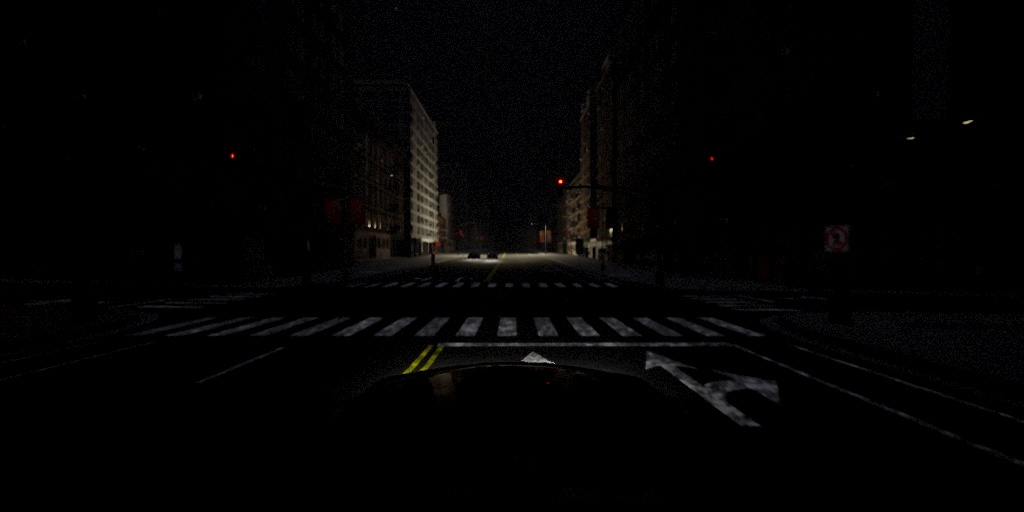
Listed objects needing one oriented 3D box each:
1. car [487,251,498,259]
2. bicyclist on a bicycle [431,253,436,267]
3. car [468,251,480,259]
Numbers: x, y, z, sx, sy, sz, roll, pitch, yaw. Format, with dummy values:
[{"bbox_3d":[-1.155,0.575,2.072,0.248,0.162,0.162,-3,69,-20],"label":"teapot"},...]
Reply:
[{"bbox_3d":[-3.448,-0.201,63.768,2.128,1.511,4.902,0,2,0],"label":"car"},{"bbox_3d":[-8.869,0.459,40.318,0.582,1.620,1.656,0,2,0],"label":"bicyclist on a bicycle"},{"bbox_3d":[-6.698,-0.128,63.759,1.994,1.385,4.181,0,2,0],"label":"car"}]
